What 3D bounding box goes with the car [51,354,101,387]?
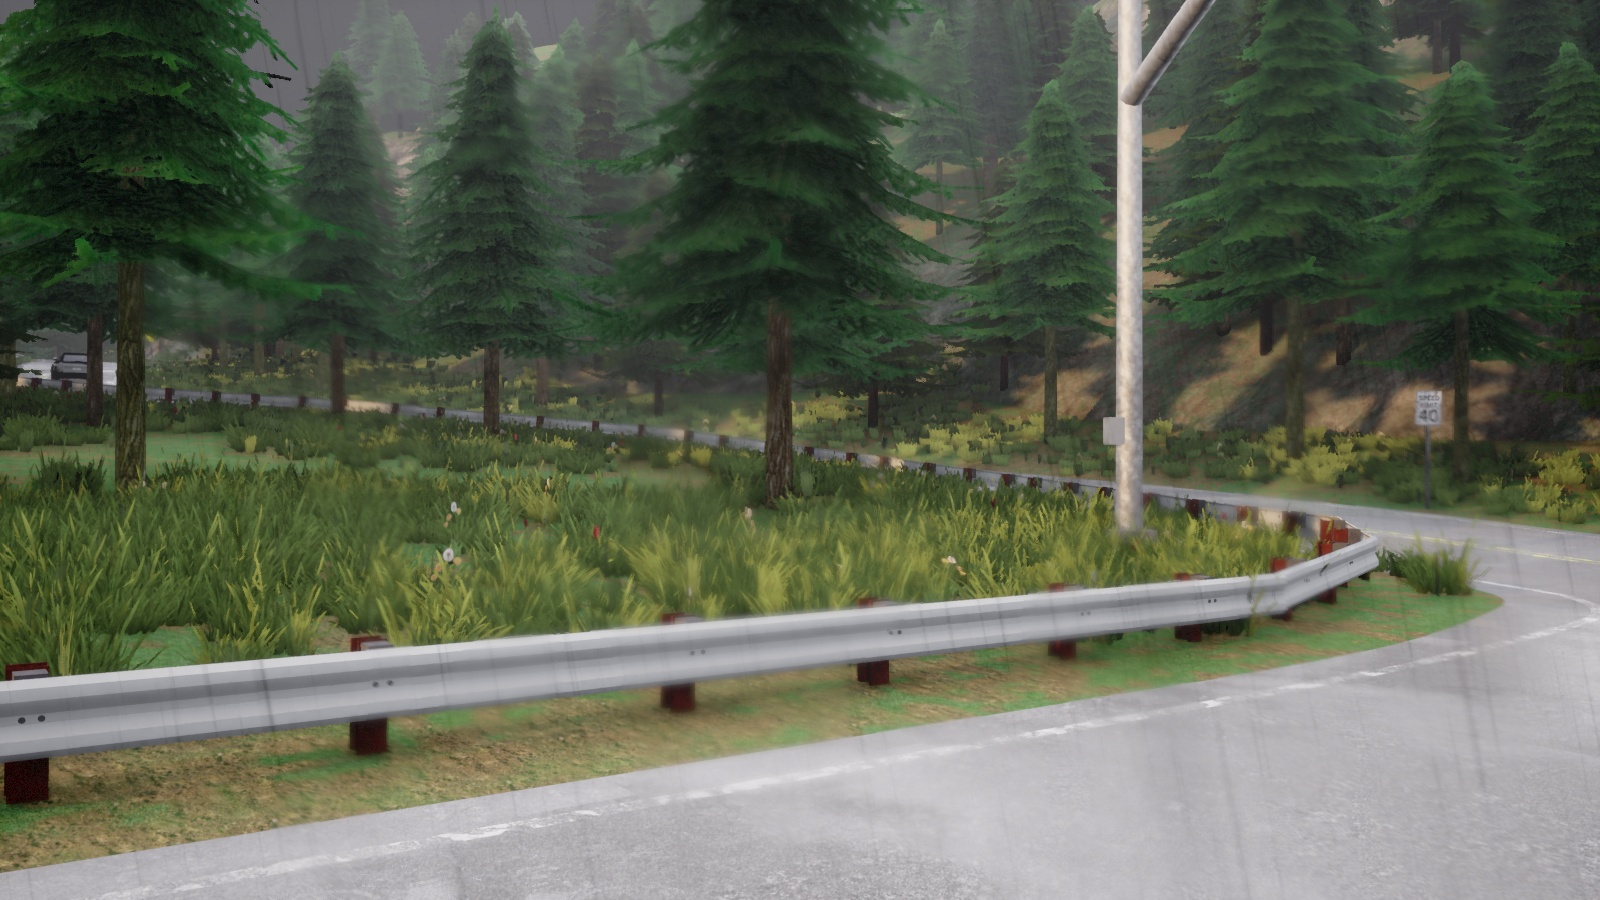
[{"bbox_3d":[-34.352,-3.782,59.591,1.994,1.385,4.181,0,5,-30],"label":"car"}]
